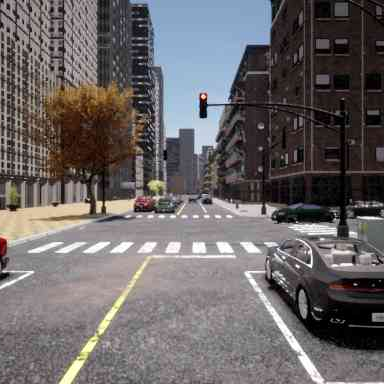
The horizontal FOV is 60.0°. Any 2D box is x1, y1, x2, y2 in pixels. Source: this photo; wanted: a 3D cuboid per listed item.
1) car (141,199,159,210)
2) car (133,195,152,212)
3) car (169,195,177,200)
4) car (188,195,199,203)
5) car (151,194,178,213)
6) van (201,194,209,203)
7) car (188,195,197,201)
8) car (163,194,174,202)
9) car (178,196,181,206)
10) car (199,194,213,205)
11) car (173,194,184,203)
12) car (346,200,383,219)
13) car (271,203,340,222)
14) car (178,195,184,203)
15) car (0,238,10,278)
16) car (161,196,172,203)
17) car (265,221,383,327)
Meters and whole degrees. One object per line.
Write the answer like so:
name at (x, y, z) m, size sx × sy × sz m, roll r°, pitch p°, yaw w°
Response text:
car at (-5.584, 1.592, 44.854) m, size 1.947 × 1.339 × 4.313 m, roll 0°, pitch 0°, yaw 0°
car at (-5.598, 1.336, 39.331) m, size 2.192 × 1.841 × 5.009 m, roll 0°, pitch 0°, yaw 0°
car at (-5.464, 1.654, 94.560) m, size 2.008 × 1.369 × 4.403 m, roll 0°, pitch 0°, yaw 0°
car at (0.165, 1.546, 68.638) m, size 2.128 × 1.511 × 4.902 m, roll 0°, pitch 0°, yaw 0°
car at (-2.983, 1.371, 37.013) m, size 2.097 × 1.767 × 4.553 m, roll 0°, pitch 0°, yaw -1°
van at (2.863, 1.402, 72.448) m, size 1.690 × 1.788 × 3.998 m, roll 0°, pitch 0°, yaw 0°
car at (0.191, 1.462, 79.061) m, size 2.033 × 1.411 × 5.357 m, roll 0°, pitch 0°, yaw 0°
car at (-5.504, 1.386, 77.991) m, size 2.192 × 1.841 × 5.009 m, roll 0°, pitch 0°, yaw 0°
car at (-2.984, 1.630, 47.109) m, size 1.895 × 1.301 × 4.718 m, roll 0°, pitch 0°, yaw 0°
car at (2.837, 1.611, 61.402) m, size 1.947 × 1.339 × 4.313 m, roll 0°, pitch 0°, yaw 0°
car at (-2.838, 1.406, 69.010) m, size 2.097 × 1.767 × 4.553 m, roll 0°, pitch 0°, yaw 0°
car at (13.489, 1.350, 26.302) m, size 4.403 × 1.369 × 2.008 m, roll -1°, pitch 1°, yaw 0°
car at (7.669, 1.465, 23.195) m, size 4.181 × 1.385 × 1.994 m, roll -2°, pitch 0°, yaw -7°
car at (-2.947, 1.531, 57.397) m, size 2.128 × 1.511 × 4.902 m, roll 0°, pitch 0°, yaw 0°
car at (-5.675, 1.545, 6.943) m, size 1.887 × 1.381 × 4.507 m, roll 0°, pitch 0°, yaw 0°
car at (-5.517, 1.627, 72.469) m, size 1.947 × 1.339 × 4.313 m, roll 0°, pitch 0°, yaw 0°
car at (2.705, 1.551, 6.923) m, size 2.008 × 1.369 × 4.403 m, roll 0°, pitch 0°, yaw 0°
